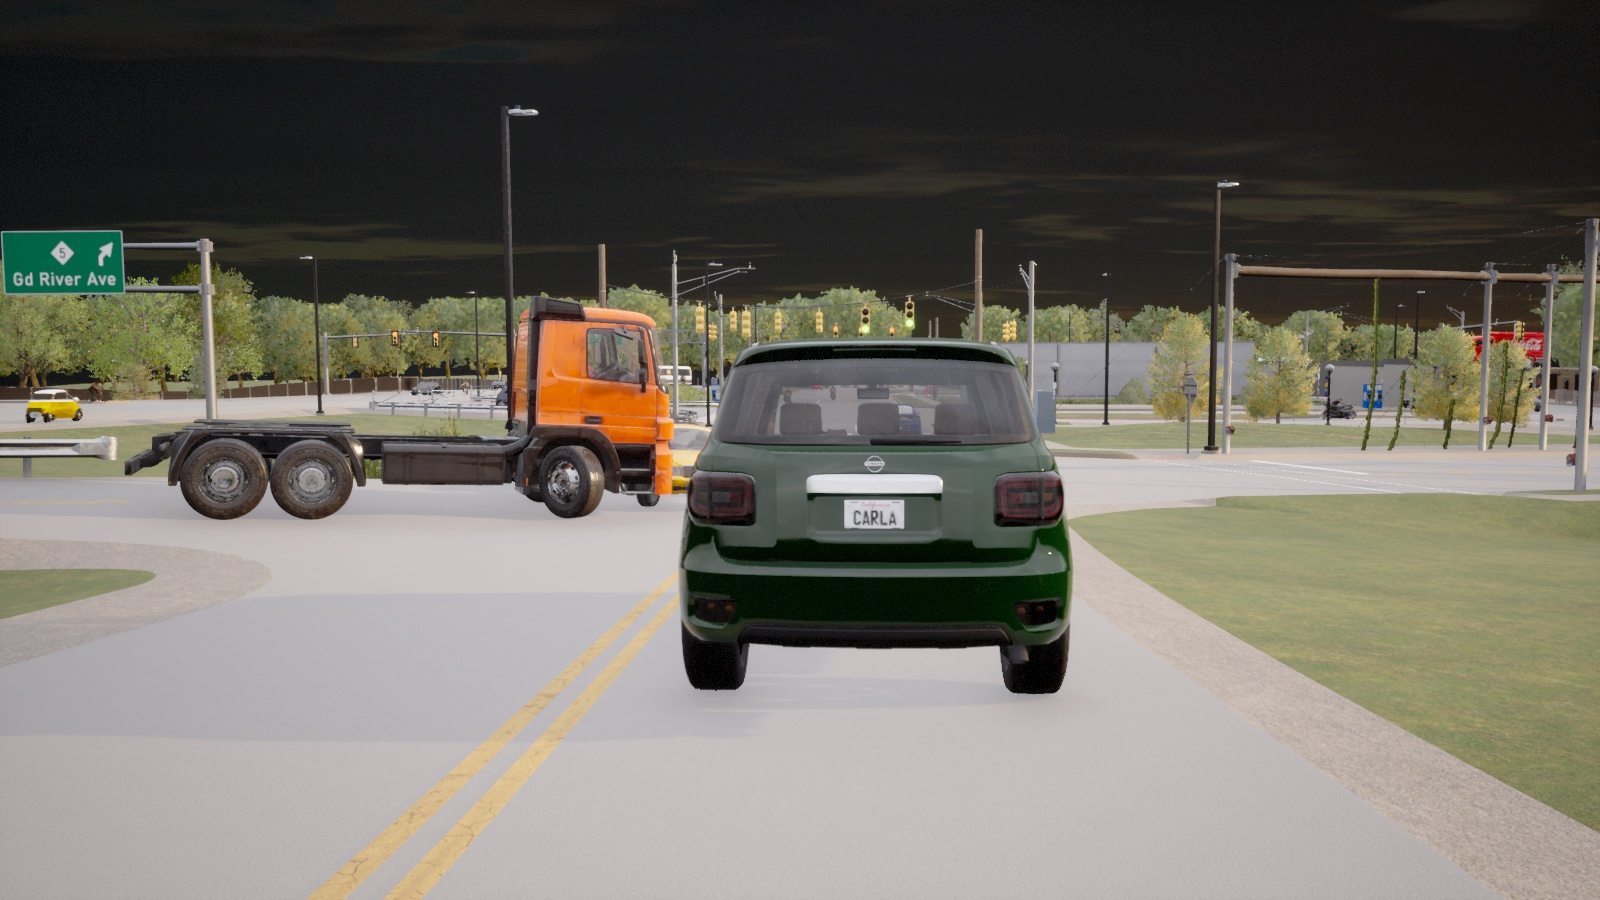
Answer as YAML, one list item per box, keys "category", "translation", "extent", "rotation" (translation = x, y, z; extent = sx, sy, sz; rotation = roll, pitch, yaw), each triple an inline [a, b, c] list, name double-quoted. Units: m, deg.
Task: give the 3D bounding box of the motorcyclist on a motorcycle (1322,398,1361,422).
- category: "motorcyclist on a motorcycle"
  translation: [35.520, -2.616, 82.422]
  extent: [2.191, 1.530, 0.866]
  rotation: [-1, 4, -2]

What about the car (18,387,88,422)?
- category: "car"
  translation: [-30.938, -1.886, 52.038]
  extent: [1.481, 1.376, 2.207]
  rotation: [0, 4, 2]

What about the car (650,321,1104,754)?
- category: "car"
  translation: [0.512, 0.362, 8.758]
  extent: [2.150, 2.045, 5.566]
  rotation: [0, 1, 3]

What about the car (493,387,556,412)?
- category: "car"
  translation: [-18.120, -3.359, 82.699]
  extent: [3.633, 1.501, 1.845]
  rotation: [2, 4, 3]

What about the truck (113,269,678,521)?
- category: "truck"
  translation: [-6.235, -0.775, 20.017]
  extent: [7.936, 3.462, 2.891]
  rotation: [1, 3, -21]

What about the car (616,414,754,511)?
- category: "car"
  translation: [-2.313, 0.146, 23.805]
  extent: [1.801, 1.575, 5.366]
  rotation: [2, 1, -14]
